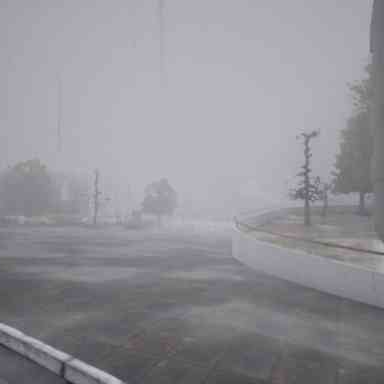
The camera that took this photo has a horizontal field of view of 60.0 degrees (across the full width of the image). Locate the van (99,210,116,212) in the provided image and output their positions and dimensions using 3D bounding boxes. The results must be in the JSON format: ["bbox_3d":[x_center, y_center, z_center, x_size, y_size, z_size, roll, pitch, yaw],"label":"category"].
[{"bbox_3d":[-23.386,6.790,92.639,1.878,1.987,4.442,1,1,10],"label":"van"}]

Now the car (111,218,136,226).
[{"bbox_3d":[-14.215,6.208,68.849,4.674,1.452,2.002,1,-5,5],"label":"car"}]

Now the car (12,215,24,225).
[{"bbox_3d":[-25.529,3.710,44.226,4.674,1.452,2.002,1,-5,5],"label":"car"}]

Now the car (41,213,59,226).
[{"bbox_3d":[-23.206,4.221,49.725,5.366,1.575,1.946,1,-5,5],"label":"car"}]

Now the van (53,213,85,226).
[{"bbox_3d":[-20.381,4.558,55.201,4.442,1.987,1.878,1,-6,5],"label":"van"}]

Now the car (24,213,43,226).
[{"bbox_3d":[-24.285,3.988,46.973,4.674,1.452,2.002,1,-6,5],"label":"car"}]

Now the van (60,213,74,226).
[{"bbox_3d":[-21.640,4.280,52.461,4.442,1.987,1.878,1,-6,5],"label":"van"}]

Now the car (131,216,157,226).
[{"bbox_3d":[-9.407,6.160,66.877,2.128,1.511,4.902,-1,-5,25],"label":"car"}]

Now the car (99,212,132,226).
[{"bbox_3d":[-15.489,5.640,66.139,5.566,2.045,2.435,1,-5,5],"label":"car"}]

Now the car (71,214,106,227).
[{"bbox_3d":[-16.136,4.699,52.260,1.812,1.442,4.674,-1,-6,25],"label":"car"}]

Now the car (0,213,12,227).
[{"bbox_3d":[-23.110,2.966,36.871,2.097,1.767,4.553,0,-5,24],"label":"car"}]
